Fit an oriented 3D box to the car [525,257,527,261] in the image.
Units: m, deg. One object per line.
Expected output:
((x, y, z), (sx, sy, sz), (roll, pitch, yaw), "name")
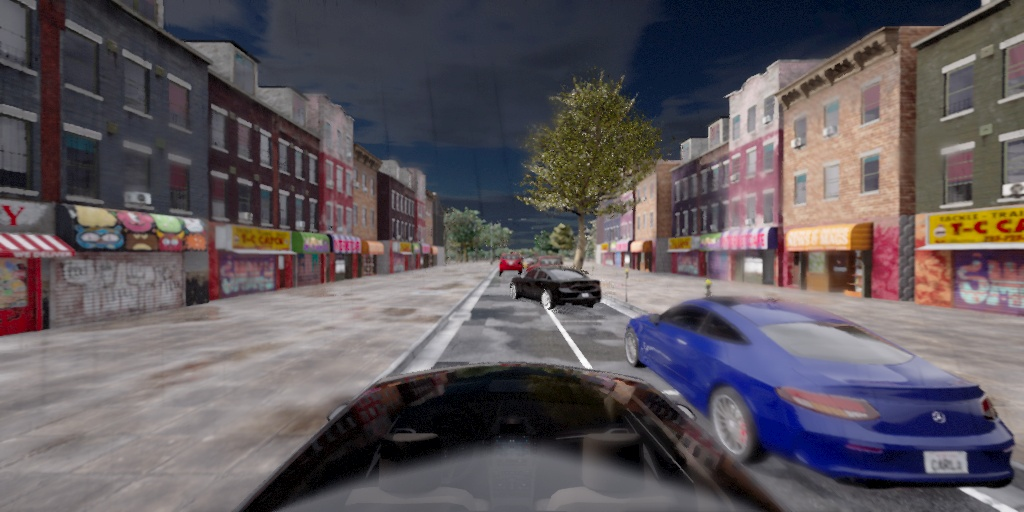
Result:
((2.431, 1.010, 30.251), (1.967, 1.591, 4.097), (0, 0, 0), "car")

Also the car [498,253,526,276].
((-0.145, 0.764, 34.408), (2.150, 2.045, 5.566), (0, 0, -1), "car")

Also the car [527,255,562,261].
((2.472, 0.920, 24.705), (2.192, 1.841, 5.009), (0, 0, 0), "car")

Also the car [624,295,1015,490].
((3.005, 1.255, 4.800), (1.812, 1.442, 4.674), (0, 0, 0), "car")

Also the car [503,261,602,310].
((1.540, 1.147, 14.412), (1.882, 1.535, 5.008), (-1, 1, -22), "car")
